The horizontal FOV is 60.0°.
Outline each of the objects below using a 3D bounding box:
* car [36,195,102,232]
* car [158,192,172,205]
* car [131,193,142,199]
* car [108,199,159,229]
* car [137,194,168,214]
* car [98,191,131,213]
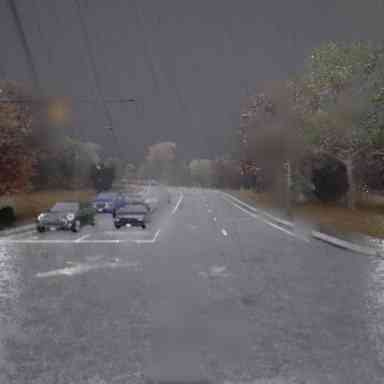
[{"bbox_3d":[-7.134,1.280,19.389,2.097,1.767,4.553,0,1,1],"label":"car"},{"bbox_3d":[-3.551,0.772,41.085,1.837,1.490,4.892,0,3,1],"label":"car"},{"bbox_3d":[-7.052,0.879,40.857,1.895,1.301,4.718,0,3,0],"label":"car"},{"bbox_3d":[-3.593,1.448,21.386,2.033,1.411,5.357,0,1,0],"label":"car"},{"bbox_3d":[-3.580,1.201,30.916,1.812,1.442,4.674,0,2,0],"label":"car"},{"bbox_3d":[-7.087,0.960,28.709,2.150,2.045,5.566,0,2,1],"label":"car"}]
